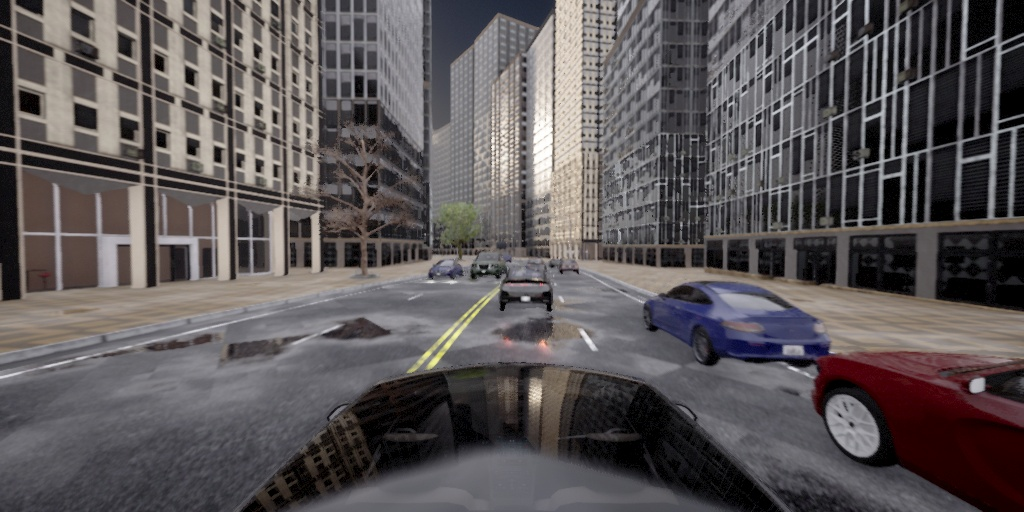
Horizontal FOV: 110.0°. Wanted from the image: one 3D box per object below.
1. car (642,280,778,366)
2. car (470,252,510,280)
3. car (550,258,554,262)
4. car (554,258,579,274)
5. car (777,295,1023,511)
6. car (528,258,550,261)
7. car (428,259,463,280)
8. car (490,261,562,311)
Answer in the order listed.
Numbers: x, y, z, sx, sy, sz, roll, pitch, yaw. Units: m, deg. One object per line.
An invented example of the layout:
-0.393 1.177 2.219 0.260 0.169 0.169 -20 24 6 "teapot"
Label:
4.335 1.241 7.727 1.812 1.442 4.674 0 1 2 "car"
-1.739 0.712 27.988 2.150 2.045 5.566 0 0 5 "car"
5.988 0.898 48.213 1.994 1.385 4.181 0 1 0 "car"
5.560 1.005 35.679 2.033 1.411 5.357 0 1 4 "car"
4.204 1.245 1.875 1.882 1.535 5.008 0 0 1 "car"
2.175 0.956 33.033 2.128 1.511 4.902 0 1 4 "car"
-5.031 0.997 27.833 1.812 1.442 4.674 0 1 5 "car"
0.574 1.131 13.866 2.128 1.511 4.902 0 1 3 "car"
